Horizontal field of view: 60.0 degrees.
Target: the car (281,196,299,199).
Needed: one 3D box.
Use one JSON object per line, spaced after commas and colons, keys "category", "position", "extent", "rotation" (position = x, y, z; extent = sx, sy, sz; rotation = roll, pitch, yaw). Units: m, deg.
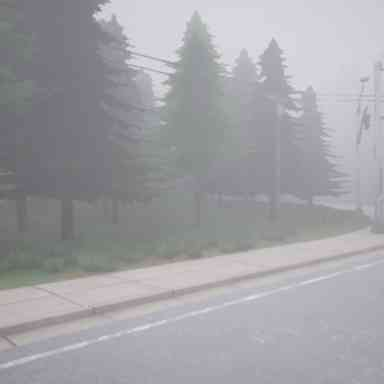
{"category": "car", "position": [13.587, 1.065, 48.128], "extent": [1.812, 1.442, 4.674], "rotation": [-1, 0, -35]}
